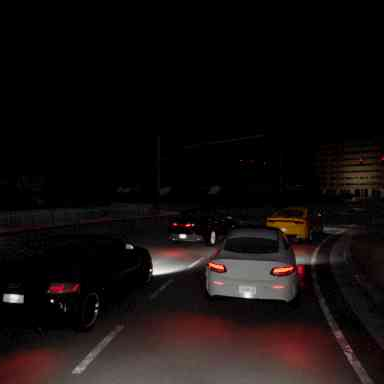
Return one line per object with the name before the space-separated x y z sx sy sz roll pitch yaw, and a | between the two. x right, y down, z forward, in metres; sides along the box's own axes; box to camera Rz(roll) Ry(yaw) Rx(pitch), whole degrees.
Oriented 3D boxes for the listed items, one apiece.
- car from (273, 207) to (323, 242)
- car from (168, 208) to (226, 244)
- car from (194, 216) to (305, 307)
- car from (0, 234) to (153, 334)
car | 5.202 1.475 16.490 1.882 1.535 5.008 0 0 30
car | 0.603 1.503 15.386 1.837 1.490 4.892 0 0 23
car | 1.521 1.525 7.979 1.812 1.442 4.674 0 0 14
car | -2.271 1.563 6.949 1.994 1.385 4.181 0 0 11
